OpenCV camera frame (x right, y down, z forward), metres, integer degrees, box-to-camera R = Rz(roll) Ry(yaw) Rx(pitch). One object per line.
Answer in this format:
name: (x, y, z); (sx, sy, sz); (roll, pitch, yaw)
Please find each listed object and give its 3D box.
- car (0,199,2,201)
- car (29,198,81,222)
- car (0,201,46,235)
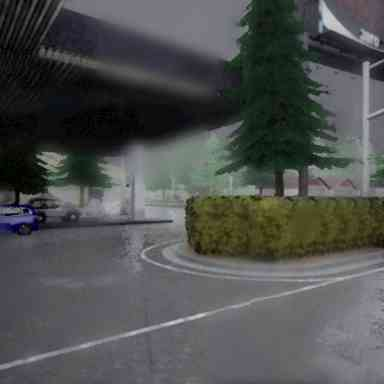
car: (-22.449, 1.228, 33.875); (5.566, 2.045, 2.150); (1, 0, -35)
car: (-10.363, 1.367, 24.624); (3.866, 1.878, 1.905); (1, 0, -36)
car: (-10.566, 1.494, 17.493); (4.611, 1.667, 2.242); (1, 0, -36)
